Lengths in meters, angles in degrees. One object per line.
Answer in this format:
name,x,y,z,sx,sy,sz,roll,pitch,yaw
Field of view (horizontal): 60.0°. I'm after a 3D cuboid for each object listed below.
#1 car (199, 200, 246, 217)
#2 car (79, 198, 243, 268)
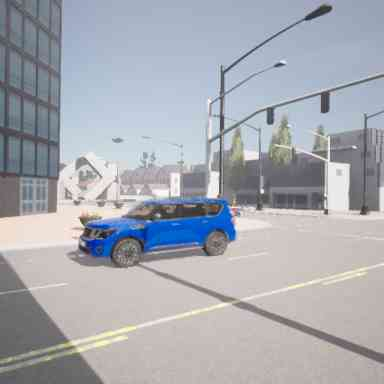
car,2.991,1.577,33.674,1.882,1.535,5.008,1,-1,-35
car,-0.983,1.241,11.635,5.566,2.045,2.150,0,0,-32
